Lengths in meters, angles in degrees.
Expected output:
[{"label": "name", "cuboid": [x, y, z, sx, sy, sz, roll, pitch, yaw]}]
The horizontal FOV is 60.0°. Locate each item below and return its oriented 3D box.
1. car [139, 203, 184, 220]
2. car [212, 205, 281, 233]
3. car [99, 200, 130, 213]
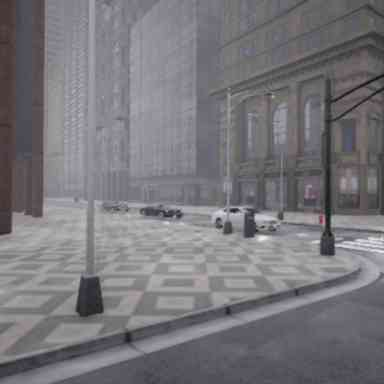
[{"label": "car", "cuboid": [-2.616, 1.604, 28.132, 1.895, 1.301, 4.718, 1, 0, -35]}, {"label": "car", "cuboid": [3.137, 1.557, 20.013, 1.812, 1.442, 4.674, 1, 0, -37]}, {"label": "car", "cuboid": [-8.498, 1.578, 36.423, 1.895, 1.301, 4.718, 1, 0, -35]}]
